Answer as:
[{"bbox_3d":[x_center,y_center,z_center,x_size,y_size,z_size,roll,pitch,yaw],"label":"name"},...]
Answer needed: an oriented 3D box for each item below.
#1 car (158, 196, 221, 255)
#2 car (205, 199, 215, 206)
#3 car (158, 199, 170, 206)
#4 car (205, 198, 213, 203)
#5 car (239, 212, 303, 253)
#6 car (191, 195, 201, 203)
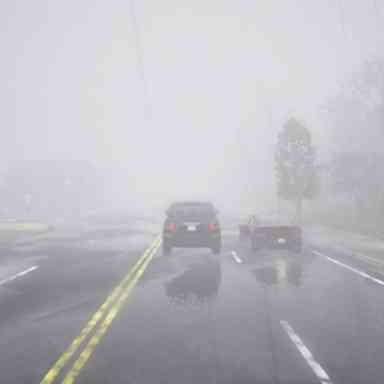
[{"bbox_3d":[-0.011,1.351,14.061,2.150,2.045,5.566,0,0,0],"label":"car"},{"bbox_3d":[3.692,2.141,68.839,1.812,1.442,4.674,0,0,2],"label":"car"},{"bbox_3d":[-5.994,2.194,71.003,1.994,1.385,4.181,0,0,2],"label":"car"},{"bbox_3d":[4.330,2.188,84.523,1.895,1.301,4.718,0,0,3],"label":"car"},{"bbox_3d":[3.242,1.617,14.516,1.882,1.535,5.008,0,0,0],"label":"car"},{"bbox_3d":[1.083,1.823,84.683,2.150,2.045,5.566,0,0,3],"label":"car"}]
